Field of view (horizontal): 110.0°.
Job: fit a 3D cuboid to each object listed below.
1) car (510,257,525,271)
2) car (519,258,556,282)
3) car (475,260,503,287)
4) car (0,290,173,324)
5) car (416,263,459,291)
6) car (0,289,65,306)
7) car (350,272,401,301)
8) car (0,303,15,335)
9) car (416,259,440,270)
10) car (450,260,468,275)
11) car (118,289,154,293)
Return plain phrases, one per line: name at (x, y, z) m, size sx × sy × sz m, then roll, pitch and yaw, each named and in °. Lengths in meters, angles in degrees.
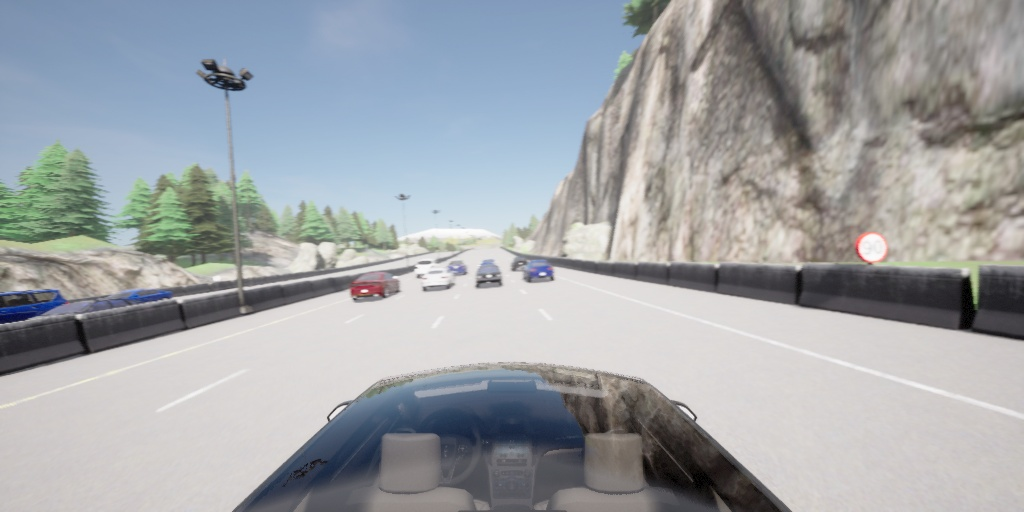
car at (0.876, 0.872, 40.908) m, size 1.837 × 1.490 × 4.892 m, roll -4°, pitch 1°, yaw -3°
car at (1.859, 1.009, 25.680) m, size 1.812 × 1.442 × 4.674 m, roll -4°, pitch 0°, yaw -3°
car at (-1.593, 1.297, 25.043) m, size 2.033 × 1.411 × 5.357 m, roll -4°, pitch 1°, yaw -3°
car at (-18.468, 2.646, 15.727) m, size 2.033 × 1.411 × 5.357 m, roll -4°, pitch 0°, yaw -4°
car at (-5.102, 1.538, 25.169) m, size 1.812 × 1.442 × 4.674 m, roll -4°, pitch 1°, yaw -3°
car at (-22.015, 2.592, 14.758) m, size 2.150 × 2.045 × 5.566 m, roll -4°, pitch 0°, yaw -3°
car at (-8.316, 1.760, 22.213) m, size 1.882 × 1.535 × 5.008 m, roll -4°, pitch 1°, yaw -4°
car at (-25.435, 3.145, 15.264) m, size 1.837 × 1.490 × 4.892 m, roll -4°, pitch 0°, yaw -4°
car at (-9.643, 1.365, 41.523) m, size 2.150 × 2.045 × 5.566 m, roll -4°, pitch 1°, yaw -4°
car at (-6.091, 1.247, 40.285) m, size 2.097 × 1.767 × 4.553 m, roll -4°, pitch 1°, yaw -3°
car at (-26.084, 3.075, 24.585) m, size 1.882 × 1.535 × 5.008 m, roll -4°, pitch 1°, yaw -3°
